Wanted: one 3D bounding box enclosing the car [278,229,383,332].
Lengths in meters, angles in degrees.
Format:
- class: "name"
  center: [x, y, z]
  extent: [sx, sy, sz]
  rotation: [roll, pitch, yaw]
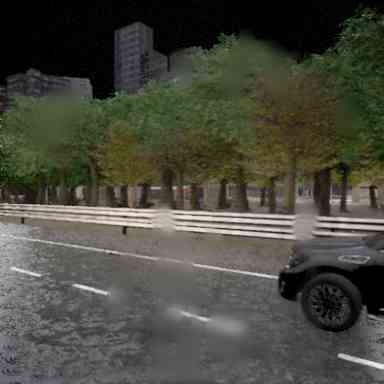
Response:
- class: "car"
  center: [4.220, 1.223, 5.156]
  extent: [5.566, 2.045, 2.150]
  rotation: [0, 0, 36]
